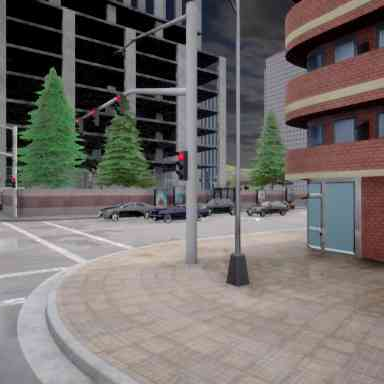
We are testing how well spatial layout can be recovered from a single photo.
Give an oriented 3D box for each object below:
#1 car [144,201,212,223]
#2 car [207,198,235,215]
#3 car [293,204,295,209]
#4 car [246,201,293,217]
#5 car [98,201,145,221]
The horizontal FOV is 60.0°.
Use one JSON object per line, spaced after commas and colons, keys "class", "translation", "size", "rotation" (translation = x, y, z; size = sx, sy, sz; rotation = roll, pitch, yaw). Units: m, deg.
{"class": "car", "translation": [-1.039, 1.656, 26.302], "size": [4.718, 1.301, 1.895], "rotation": [0, 0, -35]}
{"class": "car", "translation": [2.177, 1.407, 32.873], "size": [4.553, 1.767, 2.097], "rotation": [0, 0, -35]}
{"class": "car", "translation": [9.570, 1.656, 38.117], "size": [4.718, 1.301, 1.895], "rotation": [0, 0, -35]}
{"class": "car", "translation": [7.335, 1.581, 32.235], "size": [4.674, 1.442, 1.812], "rotation": [0, 0, -35]}
{"class": "car", "translation": [-5.303, 1.547, 27.569], "size": [4.902, 1.511, 2.128], "rotation": [0, 0, -35]}
